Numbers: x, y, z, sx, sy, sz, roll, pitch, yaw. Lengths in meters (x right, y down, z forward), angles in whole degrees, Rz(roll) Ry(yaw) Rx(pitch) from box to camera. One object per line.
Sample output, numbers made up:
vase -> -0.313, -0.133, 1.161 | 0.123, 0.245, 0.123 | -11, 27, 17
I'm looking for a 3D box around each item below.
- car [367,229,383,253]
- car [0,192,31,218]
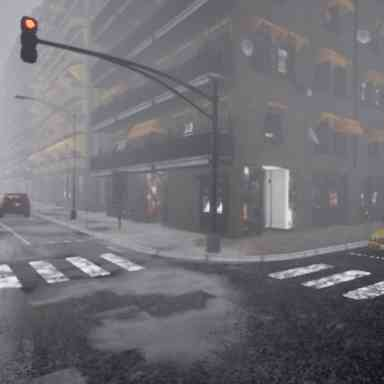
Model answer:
car -> 8.453, 1.538, 12.583 | 4.829, 1.417, 1.752 | 0, 1, -36
car -> -13.550, 0.936, 25.075 | 2.192, 1.841, 5.009 | 2, 0, -36
